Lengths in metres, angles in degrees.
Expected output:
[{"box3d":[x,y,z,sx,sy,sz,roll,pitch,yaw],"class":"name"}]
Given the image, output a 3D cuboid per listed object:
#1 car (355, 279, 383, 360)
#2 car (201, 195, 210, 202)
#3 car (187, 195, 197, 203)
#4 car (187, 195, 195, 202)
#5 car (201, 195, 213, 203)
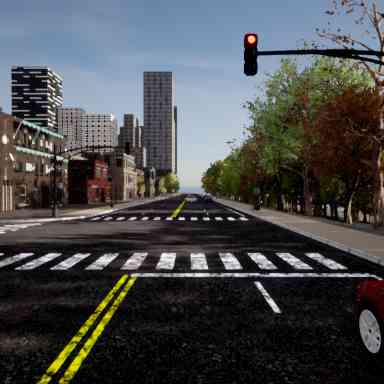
[{"box3d":[3.344,1.477,2.928,1.882,1.535,5.008,0,0,0],"class":"car"},{"box3d":[3.088,1.470,76.289,1.837,1.490,4.892,0,0,0],"class":"car"},{"box3d":[-0.045,1.575,67.309,1.895,1.301,4.718,0,0,0],"class":"car"},{"box3d":[-0.167,1.469,77.348,1.837,1.490,4.892,0,0,0],"class":"car"},{"box3d":[3.206,1.523,65.794,2.033,1.411,5.357,0,0,0],"class":"car"}]
